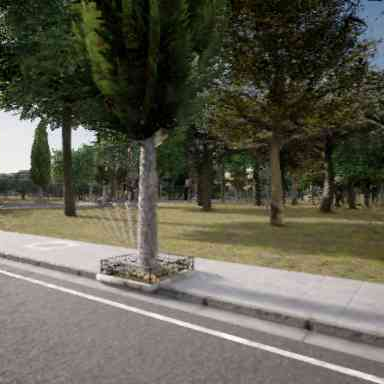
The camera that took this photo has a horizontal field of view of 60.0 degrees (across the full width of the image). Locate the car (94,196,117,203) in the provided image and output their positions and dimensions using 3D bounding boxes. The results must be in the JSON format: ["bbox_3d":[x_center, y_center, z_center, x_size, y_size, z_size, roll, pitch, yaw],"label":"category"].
[{"bbox_3d":[-19.459,1.680,75.168,2.033,1.411,5.357,0,-1,35],"label":"car"}]
